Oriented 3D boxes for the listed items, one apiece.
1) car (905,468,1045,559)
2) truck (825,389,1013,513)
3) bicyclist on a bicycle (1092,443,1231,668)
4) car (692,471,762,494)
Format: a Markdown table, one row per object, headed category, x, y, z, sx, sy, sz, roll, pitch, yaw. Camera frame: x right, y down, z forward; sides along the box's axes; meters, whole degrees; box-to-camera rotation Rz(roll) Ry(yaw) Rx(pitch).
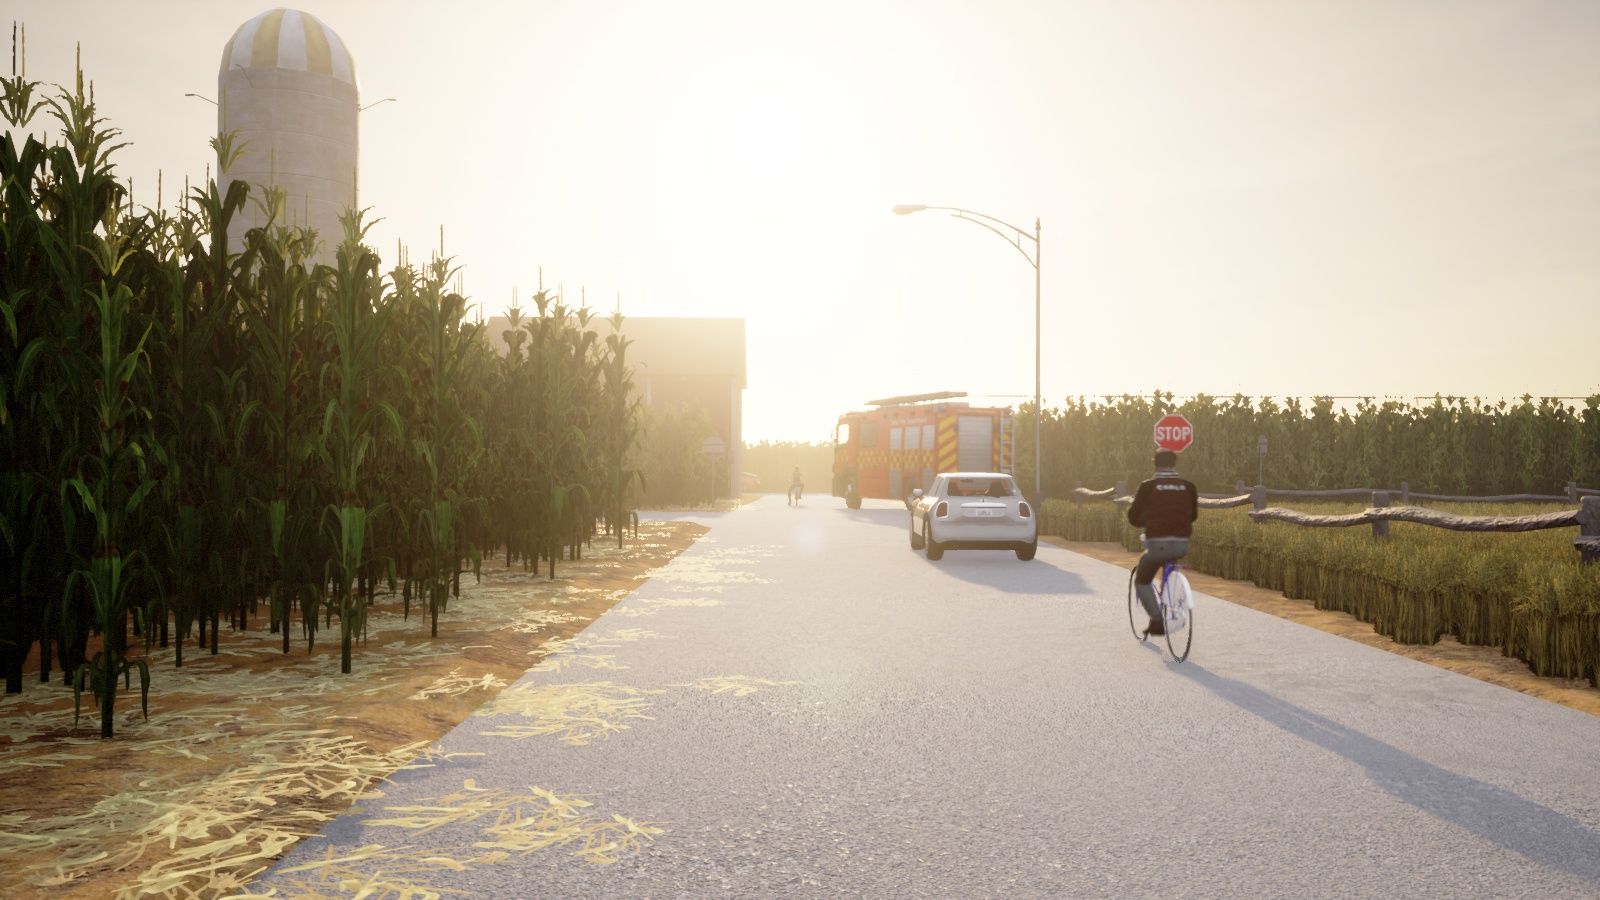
| category | x | y | z | sx | sy | sz | roll | pitch | yaw |
| --- | --- | --- | --- | --- | --- | --- | --- | --- | --- |
| car | 3.040 | 1.071 | 22.584 | 1.970 | 1.475 | 3.806 | 0 | -1 | 0 |
| truck | 3.819 | 0.123 | 42.930 | 2.891 | 3.827 | 8.468 | 1 | -1 | -21 |
| bicyclist on a bicycle | 3.073 | 0.844 | 10.857 | 0.659 | 1.776 | 1.843 | 0 | -1 | 0 |
| car | -5.033 | 2.240 | 87.046 | 4.514 | 1.525 | 2.007 | 0 | -1 | 12 |
